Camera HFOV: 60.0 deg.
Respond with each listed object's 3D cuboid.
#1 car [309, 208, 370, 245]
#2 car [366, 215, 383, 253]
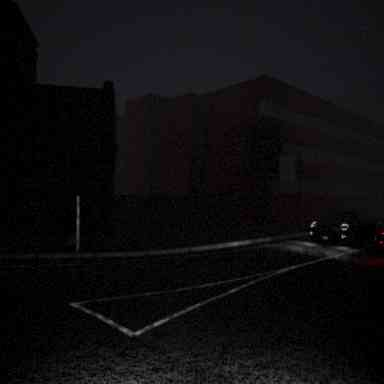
[{"bbox_3d":[8.207,1.710,17.924,4.553,1.767,2.097,1,-1,-43],"label":"car"},{"bbox_3d":[9.475,1.854,14.340,4.892,1.490,1.837,2,-1,-44],"label":"car"}]
